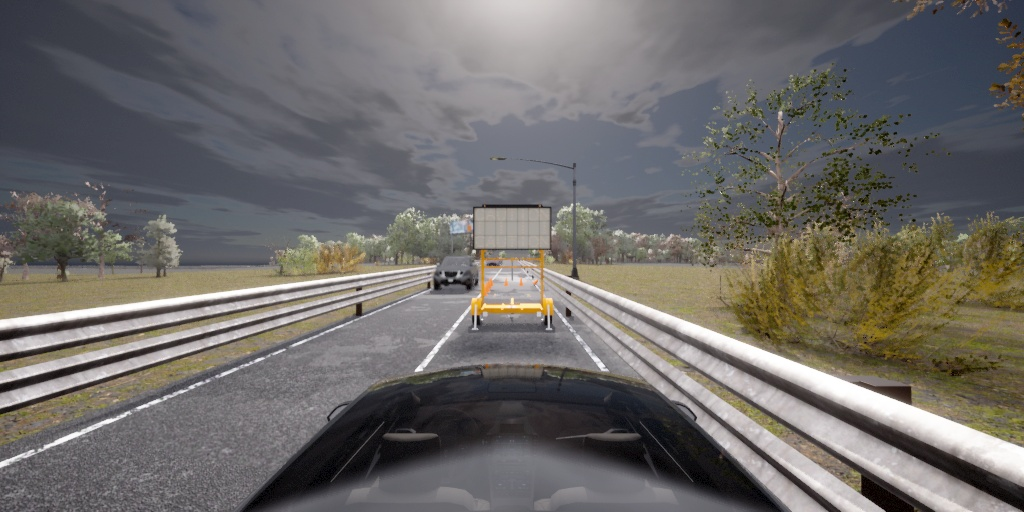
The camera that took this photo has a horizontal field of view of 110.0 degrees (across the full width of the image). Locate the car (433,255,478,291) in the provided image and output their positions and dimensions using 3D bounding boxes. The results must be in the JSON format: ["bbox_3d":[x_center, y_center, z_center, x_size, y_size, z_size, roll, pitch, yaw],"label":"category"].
[{"bbox_3d":[-3.352,0.979,22.319,2.150,2.045,5.566,0,0,0],"label":"car"}]

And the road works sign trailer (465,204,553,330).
[{"bbox_3d":[0.009,0.218,11.109,2.380,3.560,2.880,0,0,0],"label":"road works sign trailer"}]

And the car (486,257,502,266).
[{"bbox_3d":[-3.324,1.125,62.862,2.097,1.767,4.553,0,0,0],"label":"car"}]
